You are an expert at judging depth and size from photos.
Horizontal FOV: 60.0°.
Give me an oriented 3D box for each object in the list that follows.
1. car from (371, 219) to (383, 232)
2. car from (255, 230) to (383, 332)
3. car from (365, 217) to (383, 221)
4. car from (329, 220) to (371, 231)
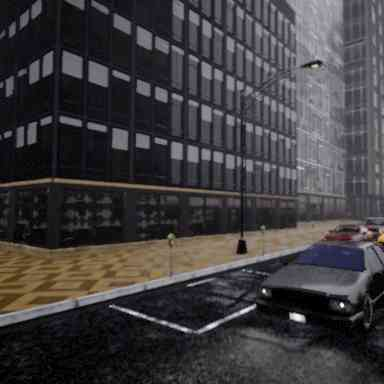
[{"bbox_3d":[9.947,2.128,15.198,1.882,1.535,5.008,-2,-3,41],"label":"car"},{"bbox_3d":[3.551,1.873,7.790,2.033,1.411,5.357,-2,-3,41],"label":"car"},{"bbox_3d":[11.682,2.353,21.175,1.967,1.590,4.097,-1,-3,41],"label":"car"},{"bbox_3d":[8.062,2.311,16.972,1.802,1.307,4.206,-1,-3,41],"label":"car"}]
